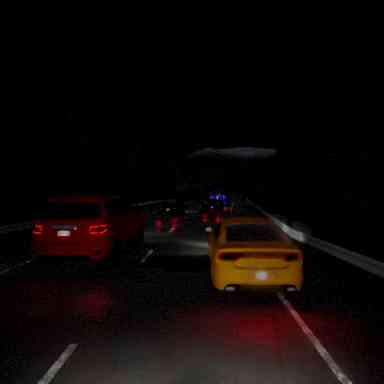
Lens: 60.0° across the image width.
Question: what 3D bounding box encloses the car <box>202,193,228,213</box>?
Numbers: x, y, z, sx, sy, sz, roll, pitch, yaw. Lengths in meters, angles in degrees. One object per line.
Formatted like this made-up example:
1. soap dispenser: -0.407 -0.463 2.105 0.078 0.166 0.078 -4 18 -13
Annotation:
1. car: 2.077 1.158 32.170 2.128 1.511 4.902 0 1 8

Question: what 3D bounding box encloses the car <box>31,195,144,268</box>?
1. car: -3.100 1.106 11.036 2.150 2.045 5.566 0 1 2

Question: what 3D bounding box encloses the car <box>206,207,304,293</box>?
1. car: 1.392 1.387 8.693 1.882 1.535 5.008 0 1 2

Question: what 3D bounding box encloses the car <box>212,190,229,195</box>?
1. car: 3.595 0.769 43.820 2.150 2.045 5.566 0 1 8

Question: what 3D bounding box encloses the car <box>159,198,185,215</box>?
1. car: -1.709 1.222 29.285 1.812 1.442 4.674 0 1 6
